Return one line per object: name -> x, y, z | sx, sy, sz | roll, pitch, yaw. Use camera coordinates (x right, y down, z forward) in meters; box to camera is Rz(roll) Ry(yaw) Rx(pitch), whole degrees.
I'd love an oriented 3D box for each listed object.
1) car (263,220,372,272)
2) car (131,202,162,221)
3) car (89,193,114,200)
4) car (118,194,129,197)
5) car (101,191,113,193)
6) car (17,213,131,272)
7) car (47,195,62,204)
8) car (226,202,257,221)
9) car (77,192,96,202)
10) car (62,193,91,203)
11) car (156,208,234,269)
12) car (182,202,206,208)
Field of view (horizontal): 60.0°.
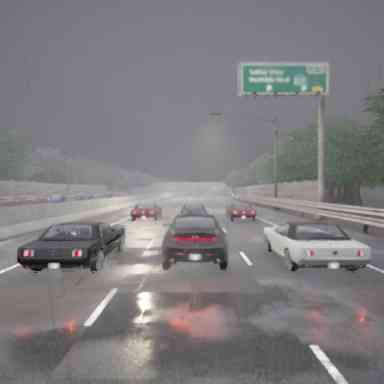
car -> 3.583, 1.544, 10.558 | 1.895, 1.301, 4.718 | 0, 0, 1
car -> -3.355, 1.448, 25.488 | 1.895, 1.301, 4.718 | 0, 0, 1
car -> -13.777, 1.243, 50.859 | 1.994, 1.385, 4.181 | 0, 0, 1
car -> -13.526, 1.125, 65.974 | 2.033, 1.411, 5.357 | 0, 0, 1
car -> -17.026, 0.801, 65.993 | 2.150, 2.045, 5.566 | 0, 0, 1
car -> -3.418, 1.544, 10.524 | 1.895, 1.301, 4.718 | 0, 0, 1
car -> -20.755, 1.199, 51.602 | 1.812, 1.442, 4.674 | 0, 0, 1
car -> 3.644, 1.449, 25.452 | 1.895, 1.301, 4.718 | 0, 0, 1
car -> -20.547, 0.942, 64.888 | 2.097, 1.767, 4.553 | 0, 0, 1
car -> -17.291, 1.190, 49.954 | 1.837, 1.490, 4.892 | 0, 0, 1
car -> 0.088, 1.442, 10.880 | 1.837, 1.490, 4.892 | 0, -1, 0
car -> 0.144, 1.448, 25.479 | 1.895, 1.301, 4.718 | 0, 0, 1
